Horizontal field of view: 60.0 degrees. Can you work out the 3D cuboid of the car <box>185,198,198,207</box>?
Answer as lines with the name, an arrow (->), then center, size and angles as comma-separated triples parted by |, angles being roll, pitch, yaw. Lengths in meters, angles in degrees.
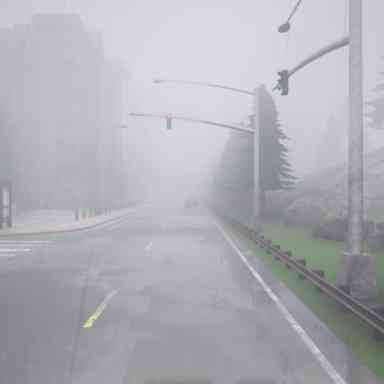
car -> -0.039, 1.564, 50.677 | 1.994, 1.385, 4.181 | 0, 0, 0
